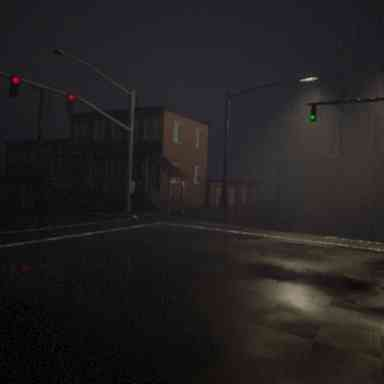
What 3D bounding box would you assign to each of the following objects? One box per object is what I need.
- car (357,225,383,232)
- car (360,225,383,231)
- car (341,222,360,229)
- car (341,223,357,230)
[{"bbox_3d":[44.393,8.997,82.378,4.974,1.542,2.038,2,2,-6],"label":"car"},{"bbox_3d":[44.451,8.842,82.379,4.536,1.218,1.853,2,2,-6],"label":"car"},{"bbox_3d":[40.425,8.617,84.770,1.853,1.218,4.536,2,2,-16],"label":"car"},{"bbox_3d":[40.433,8.777,84.724,2.038,1.542,4.974,2,2,-16],"label":"car"}]
